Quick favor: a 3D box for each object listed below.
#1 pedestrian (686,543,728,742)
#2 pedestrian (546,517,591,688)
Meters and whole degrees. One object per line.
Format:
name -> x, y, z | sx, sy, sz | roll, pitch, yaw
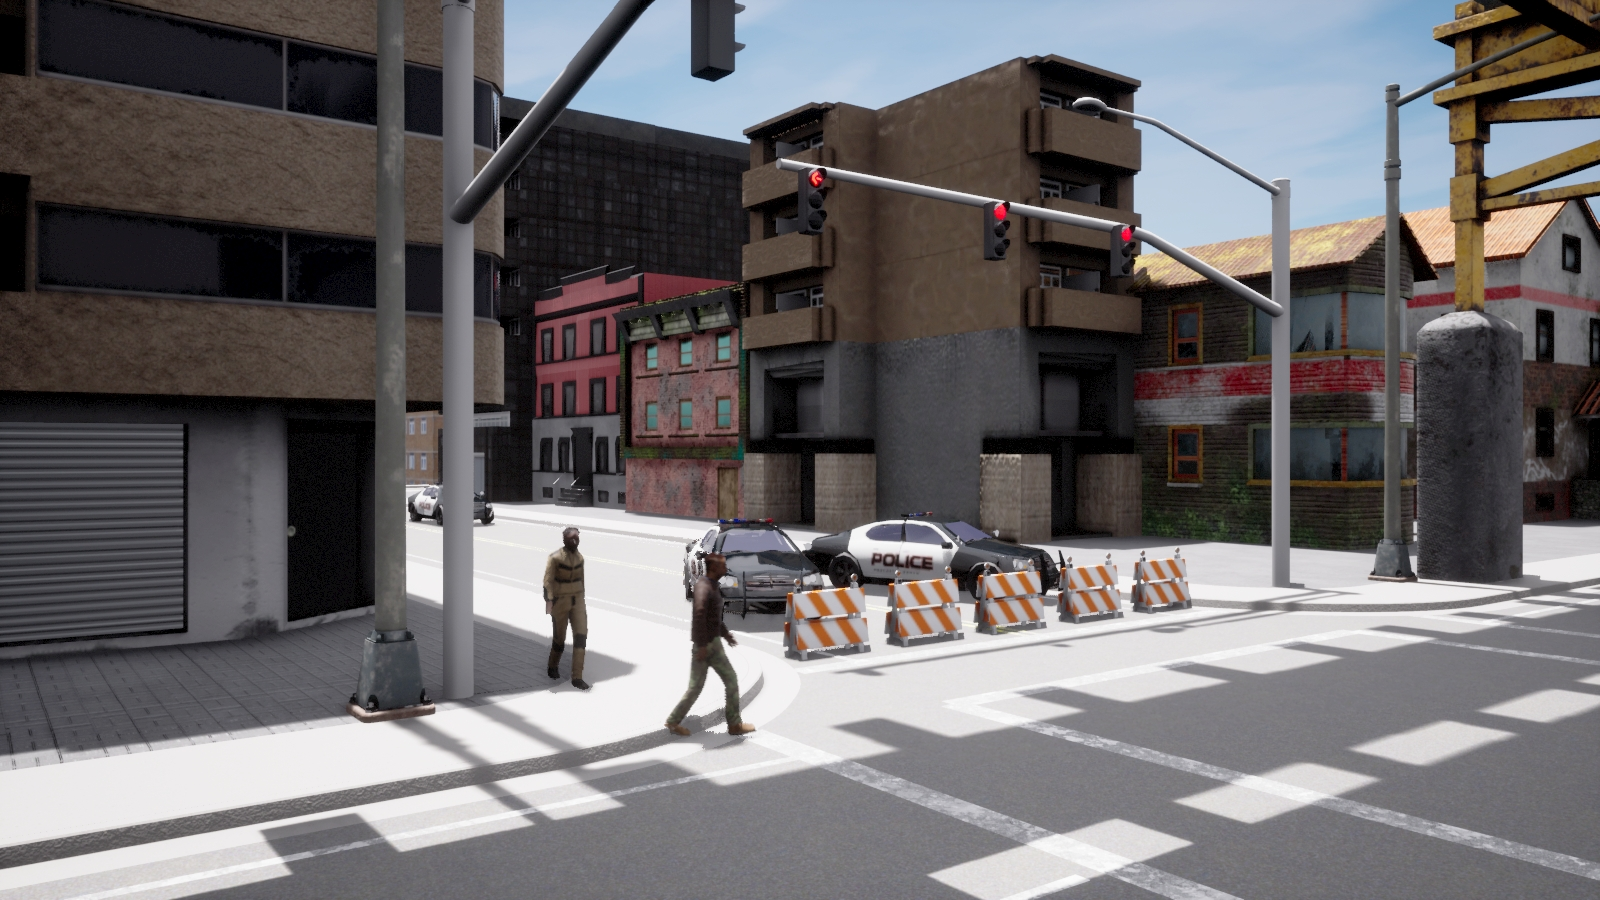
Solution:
pedestrian -> -0.904, 1.848, 11.067 | 0.375, 1.860, 0.375 | 0, 0, -9
pedestrian -> -2.617, 1.701, 12.894 | 0.375, 1.860, 0.375 | 0, 0, -36
